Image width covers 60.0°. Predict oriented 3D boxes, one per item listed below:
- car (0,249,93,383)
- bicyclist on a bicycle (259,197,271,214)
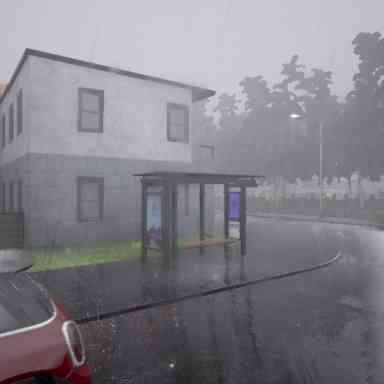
[{"bbox_3d":[-3.131,1.352,2.310,4.553,1.767,2.097,0,0,-35],"label":"car"},{"bbox_3d":[7.096,1.349,32.407,1.656,1.620,0.582,0,0,-35],"label":"bicyclist on a bicycle"}]
